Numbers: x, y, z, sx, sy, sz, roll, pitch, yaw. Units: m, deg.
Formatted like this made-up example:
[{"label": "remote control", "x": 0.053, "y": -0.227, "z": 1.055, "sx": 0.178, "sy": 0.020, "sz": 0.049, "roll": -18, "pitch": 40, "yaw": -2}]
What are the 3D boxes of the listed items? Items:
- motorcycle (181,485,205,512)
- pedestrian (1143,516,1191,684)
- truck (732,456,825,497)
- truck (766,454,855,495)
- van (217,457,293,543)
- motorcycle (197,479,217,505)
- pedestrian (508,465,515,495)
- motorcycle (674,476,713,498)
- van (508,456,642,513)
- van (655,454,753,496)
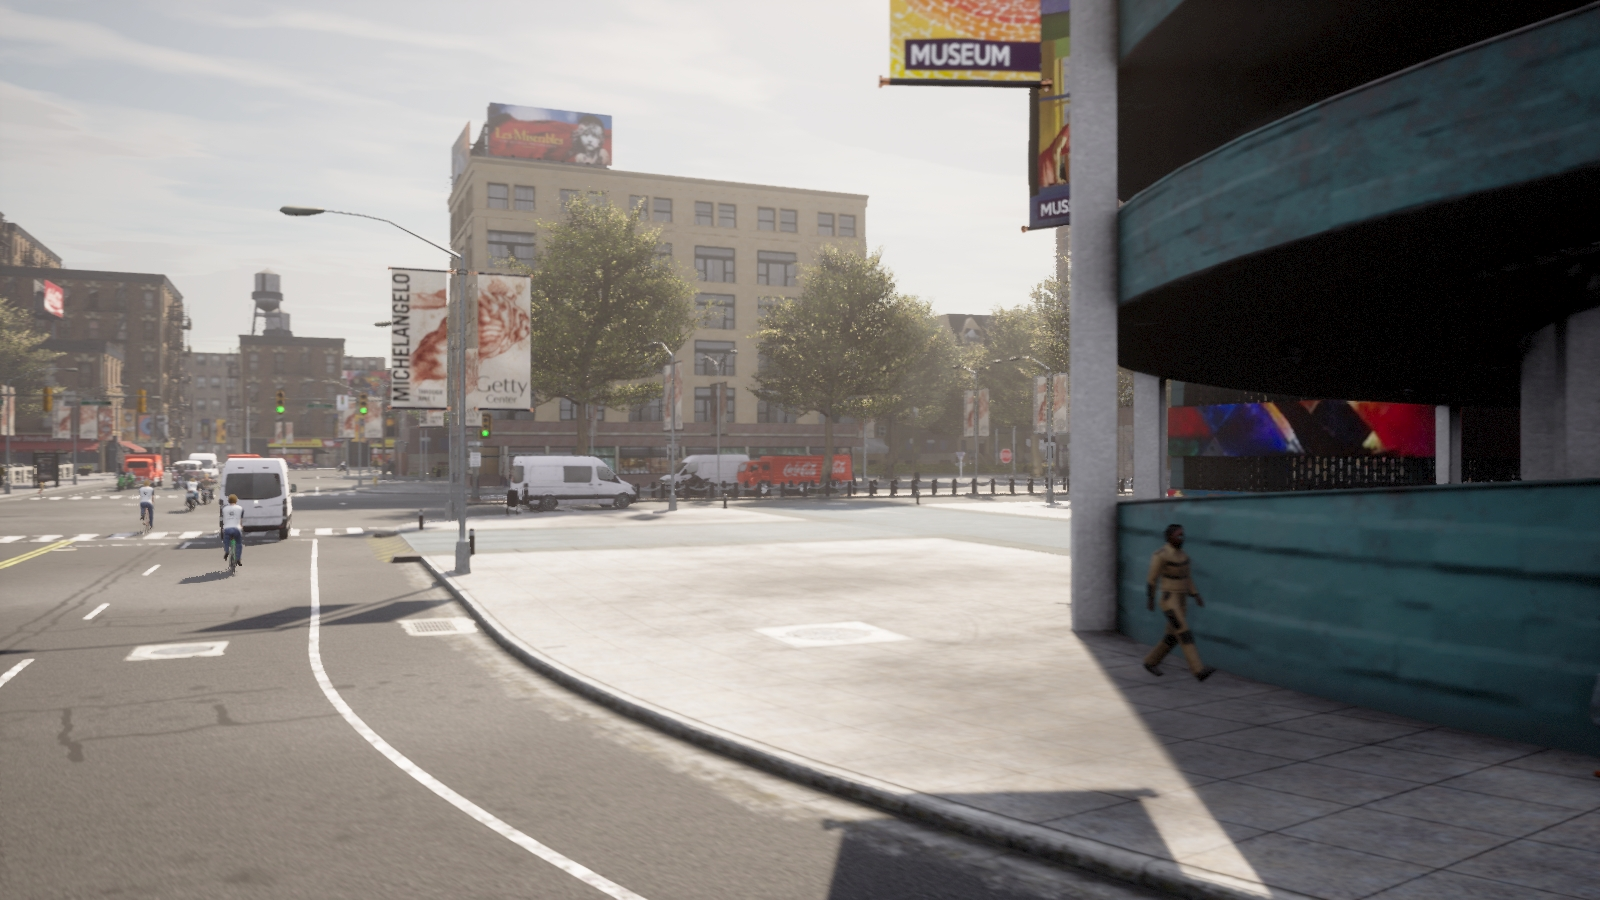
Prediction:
[{"label": "motorcycle", "x": -28.017, "y": 2.229, "z": 52.733, "sx": 0.803, "sy": 1.145, "sz": 2.033, "roll": 0, "pitch": 0, "yaw": -23}, {"label": "pedestrian", "x": 4.224, "y": 1.706, "z": 13.153, "sx": 0.375, "sy": 1.860, "sz": 0.375, "roll": 0, "pitch": 0, "yaw": -28}, {"label": "truck", "x": -1.350, "y": 1.600, "z": 70.995, "sx": 5.204, "sy": 2.467, "sz": 2.627, "roll": 0, "pitch": 0, "yaw": -23}, {"label": "truck", "x": 0.669, "y": 1.580, "z": 75.662, "sx": 5.204, "sy": 2.467, "sz": 2.627, "roll": -2, "pitch": 1, "yaw": -23}, {"label": "van", "x": -17.926, "y": 1.547, "z": 37.792, "sx": 1.988, "sy": 2.561, "sz": 5.915, "roll": 0, "pitch": 0, "yaw": -23}, {"label": "motorcycle", "x": -30.948, "y": 2.189, "z": 59.662, "sx": 0.764, "sy": 1.277, "sz": 2.356, "roll": 0, "pitch": 0, "yaw": -23}, {"label": "pedestrian", "x": -17.907, "y": 1.877, "z": 70.870, "sx": 0.375, "sy": 1.860, "sz": 0.375, "roll": 0, "pitch": 0, "yaw": -17}, {"label": "motorcycle", "x": -6.406, "y": 2.237, "z": 68.842, "sx": 2.209, "sy": 1.251, "sz": 0.867, "roll": 0, "pitch": 0, "yaw": -23}, {"label": "van", "x": -10.605, "y": 1.557, "z": 54.164, "sx": 5.915, "sy": 2.561, "sz": 1.988, "roll": 0, "pitch": 0, "yaw": -34}, {"label": "van", "x": -6.115, "y": 1.568, "z": 72.764, "sx": 5.915, "sy": 2.561, "sz": 1.988, "roll": 0, "pitch": 0, "yaw": -23}]
